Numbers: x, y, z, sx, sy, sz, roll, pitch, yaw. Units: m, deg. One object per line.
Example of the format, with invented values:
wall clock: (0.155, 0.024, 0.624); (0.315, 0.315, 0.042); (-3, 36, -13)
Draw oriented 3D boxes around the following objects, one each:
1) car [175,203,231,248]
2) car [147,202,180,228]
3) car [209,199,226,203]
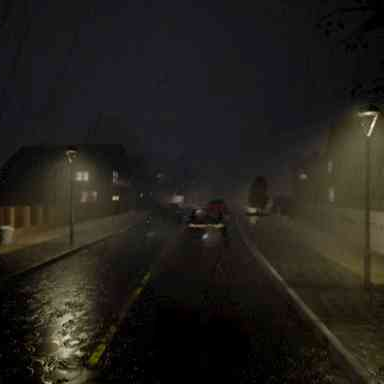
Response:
car: (0.696, 1.472, 14.814); (2.128, 1.511, 4.902); (0, 0, 4)
car: (-1.667, 1.479, 22.004); (1.837, 1.490, 4.892); (0, 0, 6)
car: (2.469, 1.419, 31.871); (1.882, 1.535, 5.008); (0, 0, 8)
